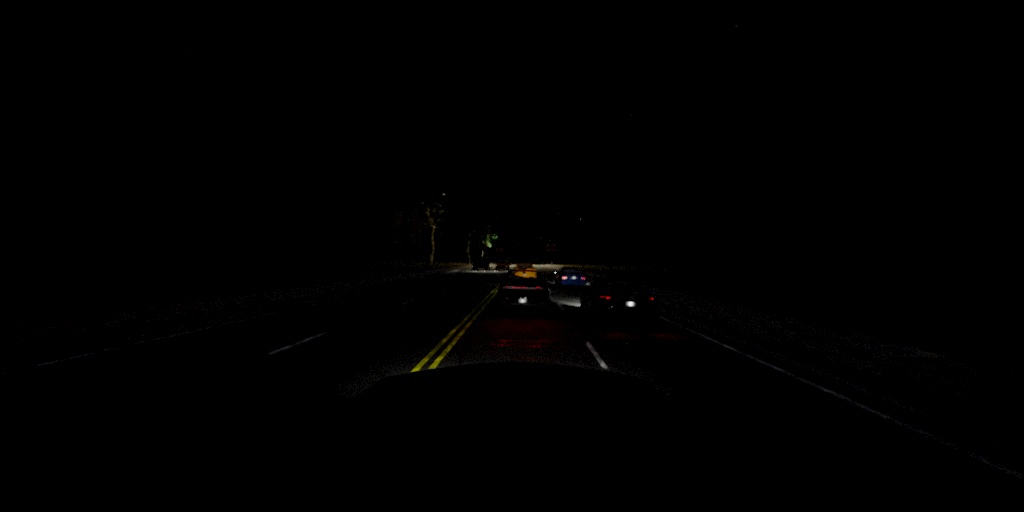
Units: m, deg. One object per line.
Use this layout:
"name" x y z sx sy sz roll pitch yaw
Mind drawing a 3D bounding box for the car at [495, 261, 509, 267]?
"car" -1.433 1.427 54.098 1.882 1.535 5.008 1 -1 3

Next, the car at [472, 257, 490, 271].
"car" -4.669 1.109 54.276 2.150 2.045 5.566 1 0 3

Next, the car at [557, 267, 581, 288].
"car" 4.107 1.475 25.611 2.033 1.411 5.357 1 0 3

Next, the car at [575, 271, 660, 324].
"car" 3.642 1.427 12.746 1.994 1.385 4.181 1 -1 3

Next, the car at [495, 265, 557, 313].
"car" 0.467 1.304 14.506 2.128 1.511 4.902 1 0 3

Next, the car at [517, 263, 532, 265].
"car" 1.113 1.371 31.424 1.882 1.535 5.008 1 0 2
